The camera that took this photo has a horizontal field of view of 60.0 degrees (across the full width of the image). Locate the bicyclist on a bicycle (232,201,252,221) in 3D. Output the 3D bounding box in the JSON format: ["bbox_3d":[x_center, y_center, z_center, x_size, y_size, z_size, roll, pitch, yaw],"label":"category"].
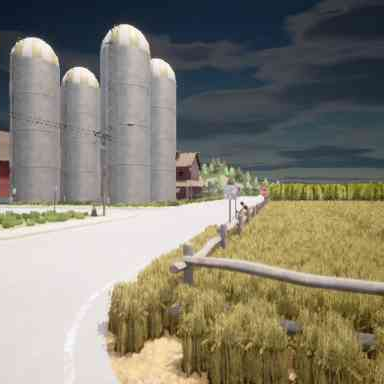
[{"bbox_3d":[3.431,1.433,21.767,1.656,1.620,0.582,0,0,15],"label":"bicyclist on a bicycle"}]
